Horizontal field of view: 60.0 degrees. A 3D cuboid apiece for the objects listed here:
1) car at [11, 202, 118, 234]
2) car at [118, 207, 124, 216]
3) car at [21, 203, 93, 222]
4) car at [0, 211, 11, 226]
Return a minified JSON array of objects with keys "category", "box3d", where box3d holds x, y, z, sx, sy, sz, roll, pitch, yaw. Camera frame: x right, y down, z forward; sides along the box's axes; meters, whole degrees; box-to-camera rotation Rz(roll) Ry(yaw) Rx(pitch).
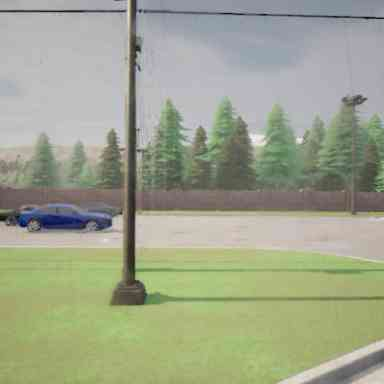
[{"category":"car","box3d":[-7.005,1.450,18.703,5.008,1.535,1.882,1,0,-1]},{"category":"car","box3d":[-8.159,1.549,29.179,4.181,1.385,1.994,1,0,-1]},{"category":"car","box3d":[-10.289,1.557,25.627,4.718,1.301,1.895,1,0,-1]},{"category":"car","box3d":[-10.196,1.550,22.129,4.718,1.301,1.895,1,0,-1]}]
